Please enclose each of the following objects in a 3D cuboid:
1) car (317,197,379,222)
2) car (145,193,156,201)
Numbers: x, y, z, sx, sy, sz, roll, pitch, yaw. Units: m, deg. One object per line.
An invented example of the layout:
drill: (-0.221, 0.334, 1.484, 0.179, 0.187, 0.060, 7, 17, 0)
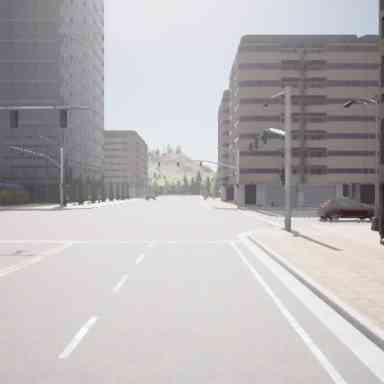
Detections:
car: (12.274, 1.284, 25.882, 4.553, 1.767, 2.097, 0, 0, -1)
car: (-10.500, 1.147, 84.579, 2.150, 2.045, 5.566, 0, 0, 0)
